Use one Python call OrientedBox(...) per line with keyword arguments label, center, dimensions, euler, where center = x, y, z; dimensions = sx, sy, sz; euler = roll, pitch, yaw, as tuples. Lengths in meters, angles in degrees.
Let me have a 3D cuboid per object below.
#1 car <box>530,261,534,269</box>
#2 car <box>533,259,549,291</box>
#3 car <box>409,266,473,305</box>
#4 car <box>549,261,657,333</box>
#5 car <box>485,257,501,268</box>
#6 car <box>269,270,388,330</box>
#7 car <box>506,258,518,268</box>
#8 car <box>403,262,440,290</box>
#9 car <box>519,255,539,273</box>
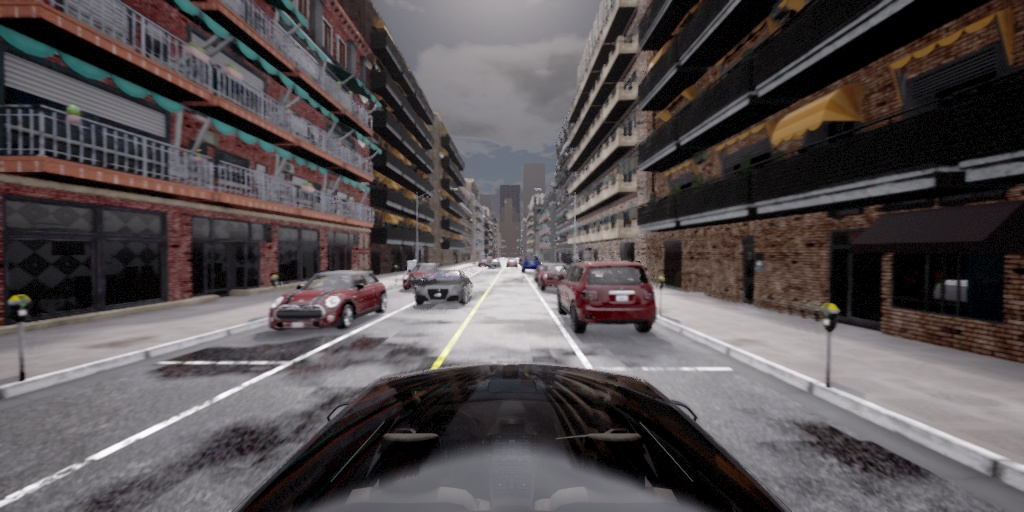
OrientedBox(label="car", center=(2.563, 1.312, 27.654), dimensions=(1.802, 1.307, 4.207), euler=(0, 0, 0))
OrientedBox(label="car", center=(2.568, 1.173, 21.990), dimensions=(1.967, 1.591, 4.097), euler=(0, 0, 0))
OrientedBox(label="car", center=(-2.849, 1.302, 15.785), dimensions=(1.994, 1.385, 4.181), euler=(0, 0, 0))
OrientedBox(label="car", center=(2.553, 1.057, 10.661), dimensions=(2.192, 1.841, 5.009), euler=(0, 0, 0))
OrientedBox(label="car", center=(-2.799, 1.274, 57.479), dimensions=(1.994, 1.385, 4.181), euler=(0, 0, 0))
OrientedBox(label="car", center=(-5.317, 1.182, 10.895), dimensions=(1.967, 1.591, 4.097), euler=(0, 0, 0))
OrientedBox(label="car", center=(-0.003, 1.272, 61.883), dimensions=(1.994, 1.385, 4.181), euler=(0, 0, 0))
OrientedBox(label="car", center=(-5.317, 1.173, 22.198), dimensions=(1.967, 1.591, 4.097), euler=(0, 0, 0))
OrientedBox(label="car", center=(2.266, 0.947, 43.334), dimensions=(2.150, 2.045, 5.566), euler=(0, 0, 0))
